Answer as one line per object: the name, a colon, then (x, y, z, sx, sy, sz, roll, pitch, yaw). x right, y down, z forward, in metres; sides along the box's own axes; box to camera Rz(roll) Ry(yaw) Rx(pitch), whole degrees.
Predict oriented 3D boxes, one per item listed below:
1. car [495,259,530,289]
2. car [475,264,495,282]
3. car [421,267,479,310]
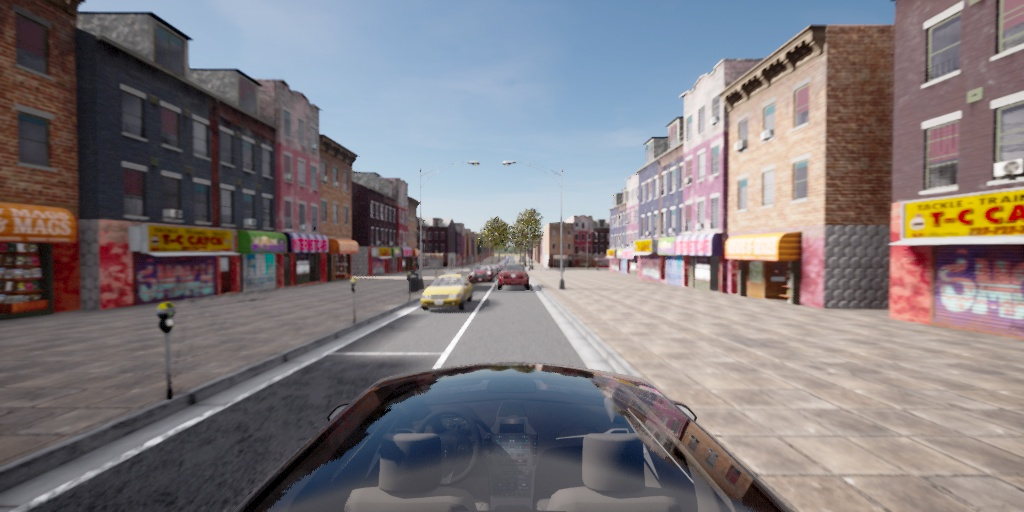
car: (0.100, 1.301, 24.995, 2.097, 1.767, 4.553, 0, -1, 0)
car: (-2.634, 1.466, 31.890, 1.967, 1.591, 4.097, 0, 0, 0)
car: (-2.636, 1.384, 15.381, 1.751, 1.417, 4.829, 0, 0, 0)
